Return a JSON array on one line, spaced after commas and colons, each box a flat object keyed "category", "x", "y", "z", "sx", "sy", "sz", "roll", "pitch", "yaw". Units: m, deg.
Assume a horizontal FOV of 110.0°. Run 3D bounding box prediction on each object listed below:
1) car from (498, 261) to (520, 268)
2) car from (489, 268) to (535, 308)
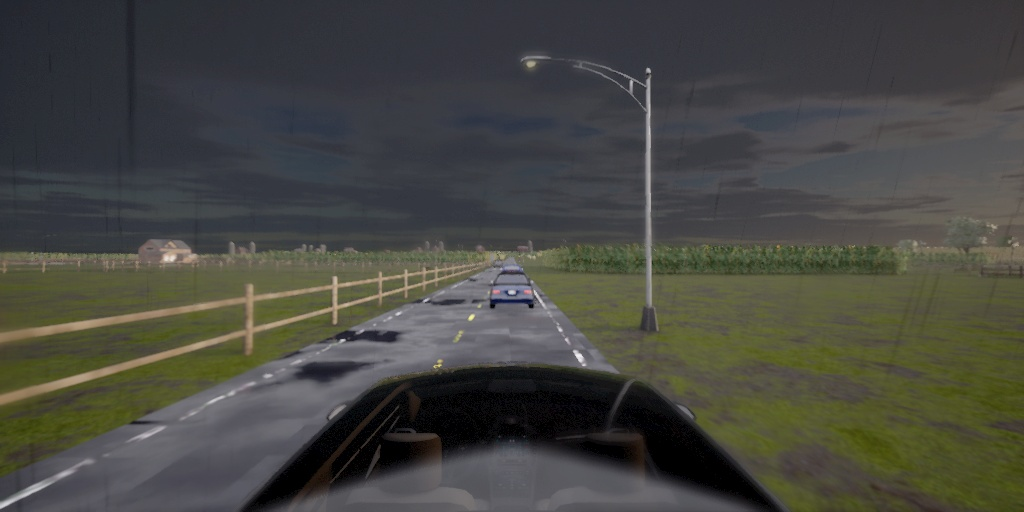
[{"category": "car", "x": -0.004, "y": 1.482, "z": 31.321, "sx": 1.882, "sy": 1.535, "sz": 5.008, "roll": 0, "pitch": 0, "yaw": 0}, {"category": "car", "x": -0.004, "y": 1.422, "z": 15.826, "sx": 2.033, "sy": 1.411, "sz": 5.357, "roll": 0, "pitch": 0, "yaw": 0}]
